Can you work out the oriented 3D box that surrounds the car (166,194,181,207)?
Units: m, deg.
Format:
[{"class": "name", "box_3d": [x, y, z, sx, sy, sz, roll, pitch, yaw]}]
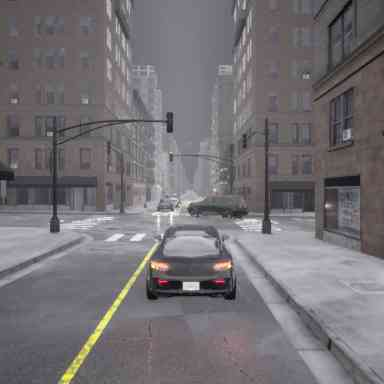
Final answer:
[{"class": "car", "box_3d": [-3.204, 1.290, 51.454, 2.150, 2.045, 5.566, 0, 0, 0]}]

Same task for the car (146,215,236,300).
[{"class": "car", "box_3d": [-0.012, 1.527, 8.280, 1.812, 1.442, 4.674, 0, 0, 0]}]

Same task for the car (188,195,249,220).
[{"class": "car", "box_3d": [2.267, 1.291, 29.115, 5.566, 2.045, 2.150, 1, 1, 36]}]

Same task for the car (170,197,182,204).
[{"class": "car", "box_3d": [-3.170, 1.647, 66.627, 2.033, 1.411, 5.357, 0, 0, 0]}]

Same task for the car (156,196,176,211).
[{"class": "car", "box_3d": [-3.202, 1.555, 40.889, 1.837, 1.490, 4.892, 0, 0, -2]}]
